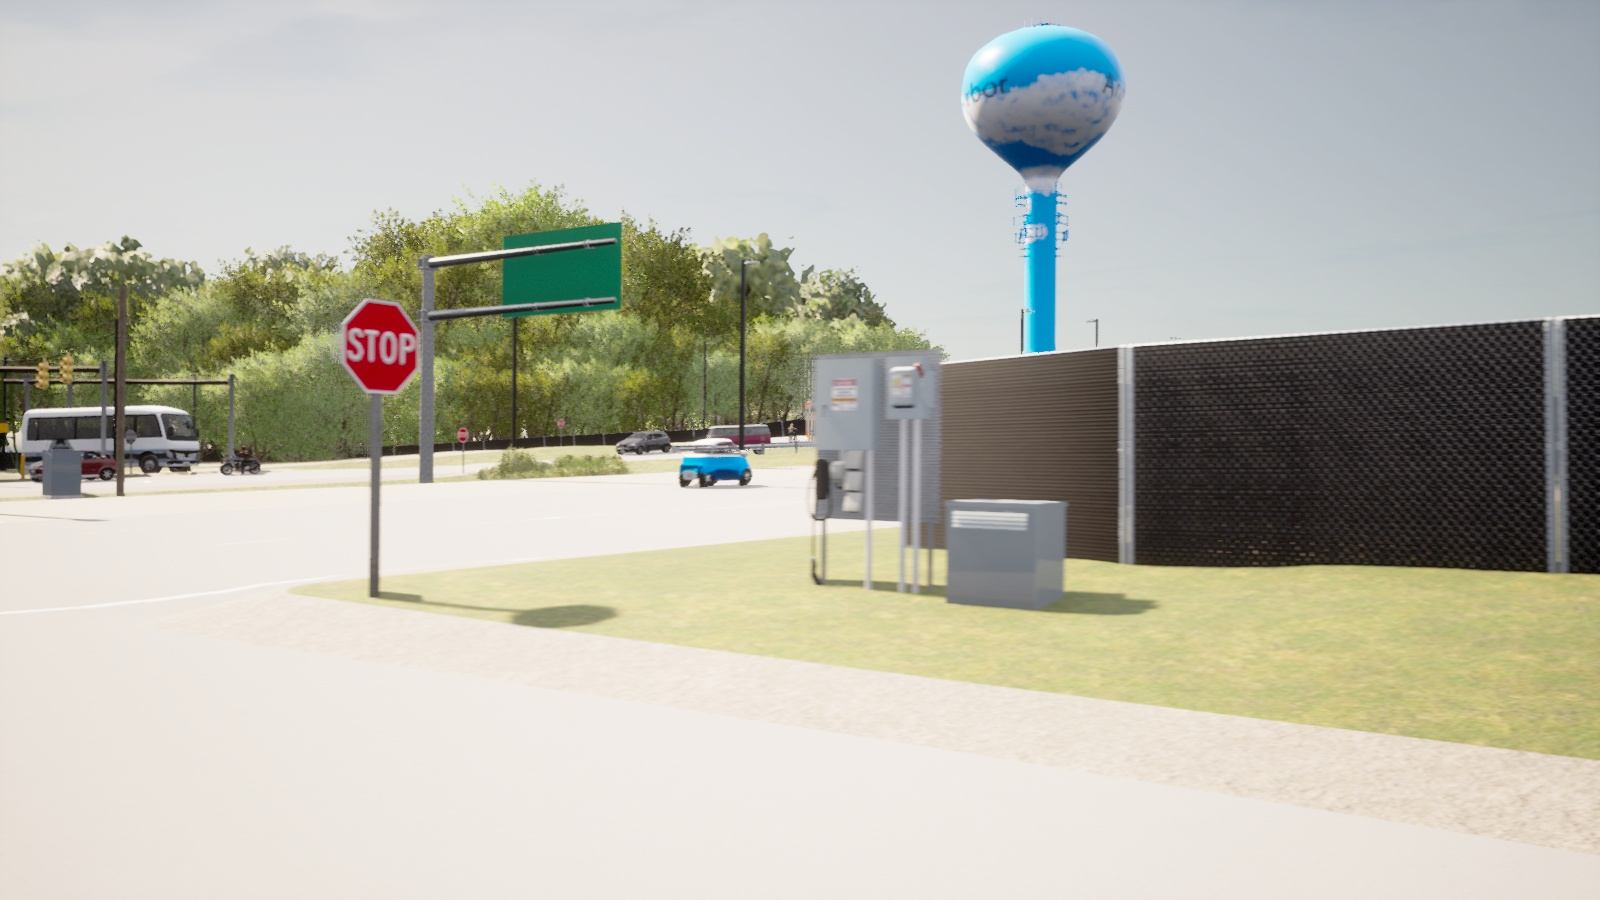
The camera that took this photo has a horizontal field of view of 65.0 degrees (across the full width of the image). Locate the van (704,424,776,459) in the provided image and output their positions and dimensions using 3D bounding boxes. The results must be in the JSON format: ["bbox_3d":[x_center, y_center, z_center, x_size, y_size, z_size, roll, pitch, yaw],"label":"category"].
[{"bbox_3d":[-3.946,-0.568,82.014,4.442,1.987,1.775,-3,0,-7],"label":"van"}]

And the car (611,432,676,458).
[{"bbox_3d":[-11.715,-0.407,94.338,2.242,1.667,4.611,-1,3,35],"label":"car"}]

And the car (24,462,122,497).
[{"bbox_3d":[-35.597,1.421,61.564,1.789,1.549,3.705,-1,1,33],"label":"car"}]

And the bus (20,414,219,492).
[{"bbox_3d":[-41.518,0.223,76.823,10.273,4.253,3.944,-2,-1,8],"label":"bus"}]

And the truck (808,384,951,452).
[{"bbox_3d":[5.003,-1.991,79.659,8.468,3.827,2.891,-3,0,-10],"label":"truck"}]

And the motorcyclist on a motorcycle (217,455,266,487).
[{"bbox_3d":[-30.680,1.123,69.010,0.766,1.649,2.350,-1,2,35],"label":"motorcyclist on a motorcycle"}]

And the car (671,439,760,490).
[{"bbox_3d":[-2.401,0.394,35.961,1.481,1.376,2.207,-1,1,34],"label":"car"}]
